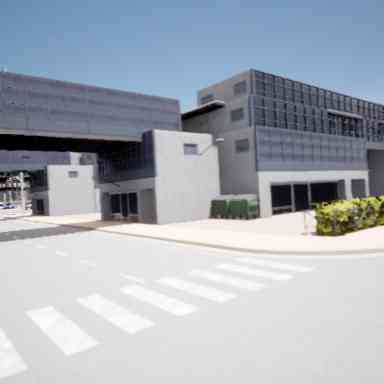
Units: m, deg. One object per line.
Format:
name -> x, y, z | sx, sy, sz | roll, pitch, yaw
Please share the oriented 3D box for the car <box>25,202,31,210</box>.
car -> -39.429, 3.342, 80.437 | 1.932, 1.855, 4.605 | -3, 0, -39
